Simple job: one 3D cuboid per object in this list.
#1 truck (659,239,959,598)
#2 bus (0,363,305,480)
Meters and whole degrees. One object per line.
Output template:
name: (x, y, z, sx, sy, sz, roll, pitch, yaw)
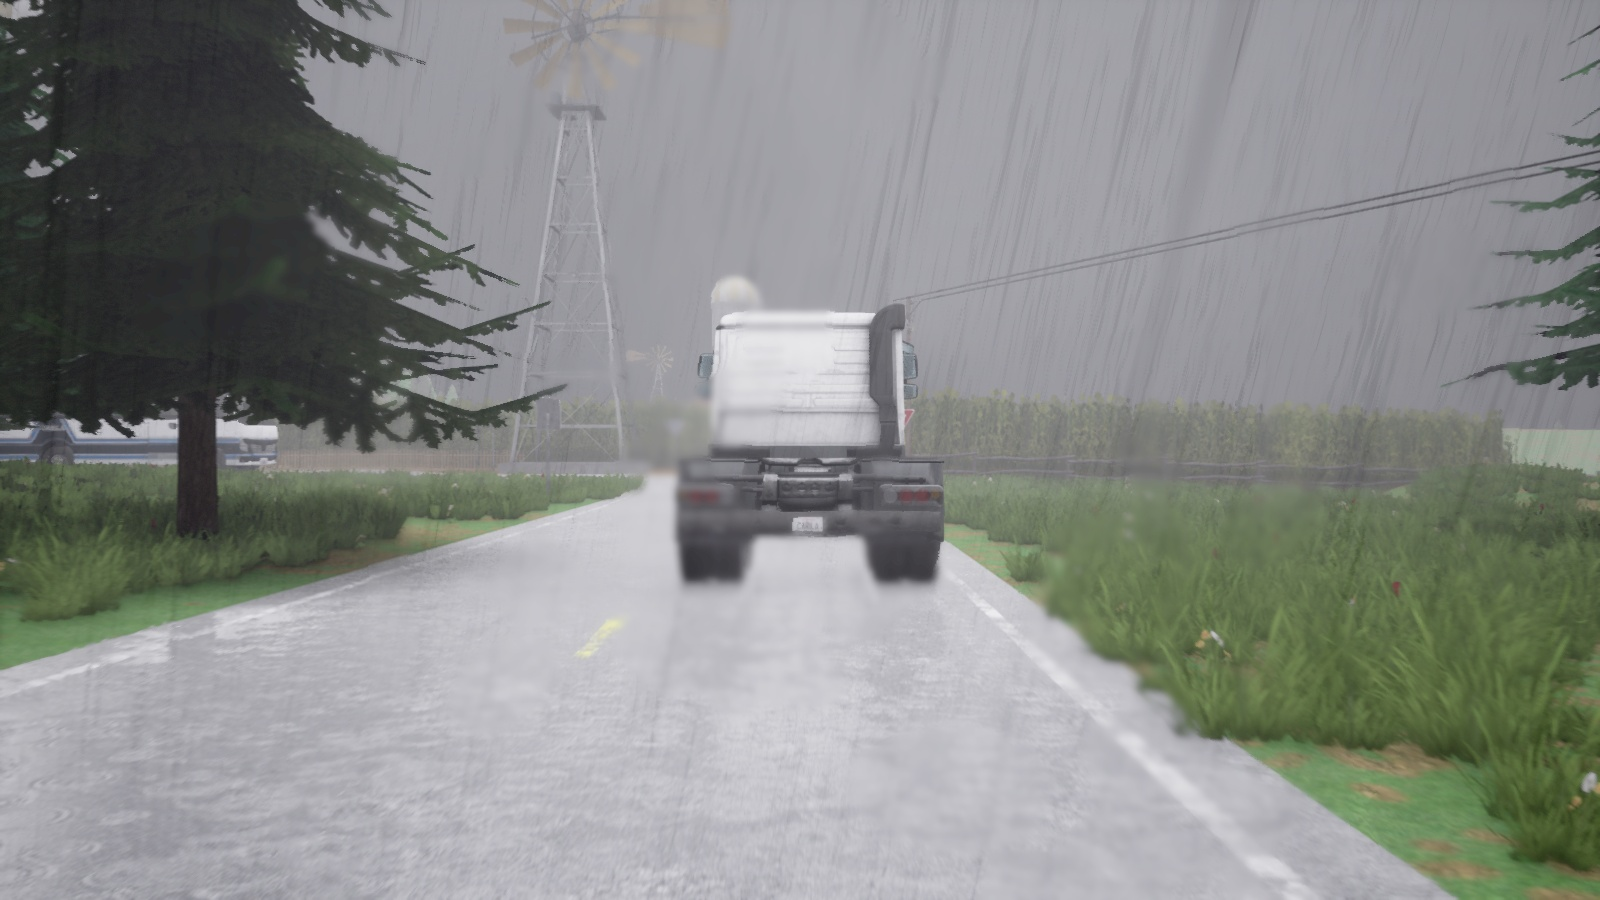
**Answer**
truck: (0.110, -0.326, 16.079, 2.891, 3.462, 7.936, 0, 0, 0)
bus: (-24.859, -1.061, 48.063, 10.273, 4.253, 3.944, 0, 0, 1)
